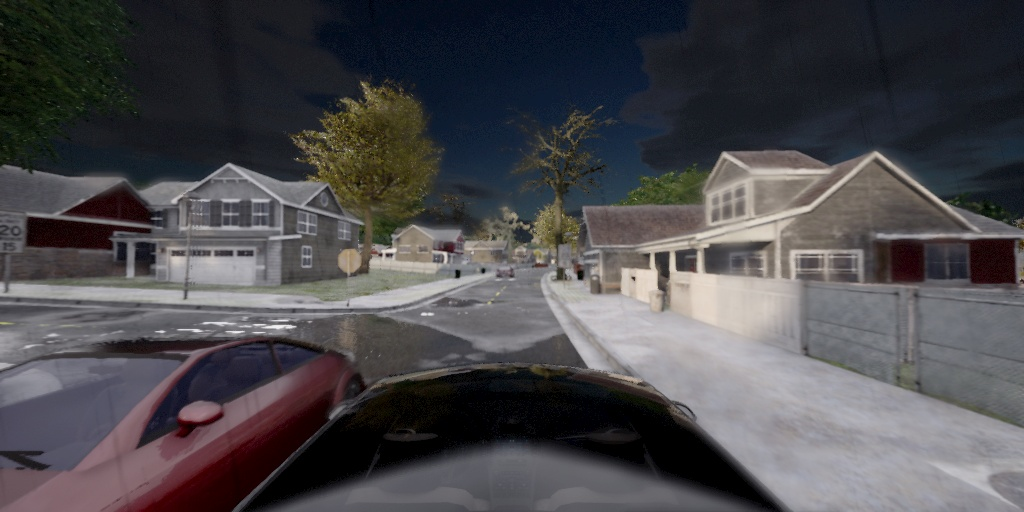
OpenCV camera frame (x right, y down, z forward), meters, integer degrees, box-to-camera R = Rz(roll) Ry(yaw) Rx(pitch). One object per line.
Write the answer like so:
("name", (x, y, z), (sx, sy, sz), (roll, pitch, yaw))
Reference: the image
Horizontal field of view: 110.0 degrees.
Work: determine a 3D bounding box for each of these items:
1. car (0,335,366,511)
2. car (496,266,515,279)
("car", (-2.710, 1.330, 2.525), (1.994, 1.385, 4.181), (0, -1, 0))
("car", (-0.743, 1.865, 41.582), (1.812, 1.442, 4.674), (0, -1, 5))
